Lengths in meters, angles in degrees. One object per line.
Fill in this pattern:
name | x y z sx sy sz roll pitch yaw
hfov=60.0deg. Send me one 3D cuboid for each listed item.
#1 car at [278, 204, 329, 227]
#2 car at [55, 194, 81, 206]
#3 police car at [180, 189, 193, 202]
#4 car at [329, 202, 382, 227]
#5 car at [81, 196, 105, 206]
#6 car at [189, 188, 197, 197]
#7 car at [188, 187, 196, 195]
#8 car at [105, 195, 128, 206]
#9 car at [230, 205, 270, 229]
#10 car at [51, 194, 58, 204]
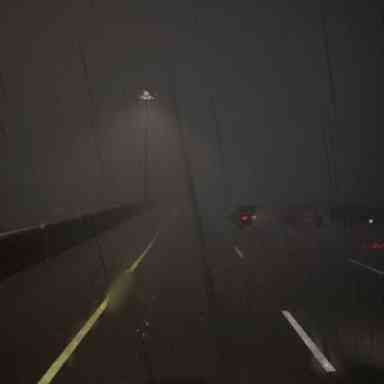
car | 7.102 1.515 22.164 1.994 1.385 4.181 0 0 0
car | -17.575 1.267 48.195 1.895 1.301 4.718 0 1 0
police car | -1.220 0.873 60.316 1.930 1.638 5.238 0 1 0
car | 10.602 1.456 22.122 1.837 1.490 4.892 0 0 0
car | -14.077 1.261 48.607 1.895 1.301 4.718 0 1 0
car | 0.009 0.143 78.051 2.150 2.045 5.566 0 1 0
car | 0.011 -0.227 93.059 2.150 2.045 5.566 0 1 0
car | -10.579 1.214 48.186 2.033 1.411 5.357 0 1 0
car | 3.602 1.503 21.264 2.033 1.411 5.357 0 0 0
car | -21.049 1.052 53.657 1.882 1.535 5.008 0 1 0
